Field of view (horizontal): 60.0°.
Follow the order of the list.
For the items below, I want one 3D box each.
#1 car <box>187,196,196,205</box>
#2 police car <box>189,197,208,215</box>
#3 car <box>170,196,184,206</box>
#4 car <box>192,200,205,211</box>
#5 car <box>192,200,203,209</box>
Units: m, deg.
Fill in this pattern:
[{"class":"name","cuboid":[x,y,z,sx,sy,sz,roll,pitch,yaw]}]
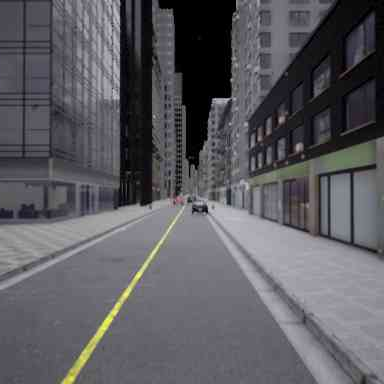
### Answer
[{"class":"car","cuboid":[0.035,1.823,75.349,2.150,2.045,5.566,0,0,0]},{"class":"police car","cuboid":[0.919,1.792,39.899,1.930,1.638,5.238,0,-1,0]},{"class":"car","cuboid":[-2.967,1.862,71.734,2.150,2.045,5.566,0,0,0]},{"class":"car","cuboid":[0.922,1.959,49.788,1.837,1.490,4.892,0,-1,0]},{"class":"car","cuboid":[0.926,2.033,55.787,1.812,1.442,4.674,0,0,0]}]
